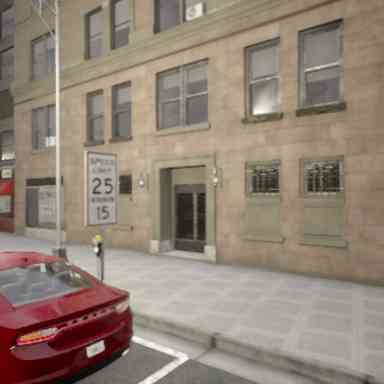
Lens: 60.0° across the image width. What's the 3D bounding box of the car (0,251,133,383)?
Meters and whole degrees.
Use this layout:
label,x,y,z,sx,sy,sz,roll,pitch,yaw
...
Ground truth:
label,x,y,z,sx,sy,sz,roll,pitch,yaw
car,-2.854,1.564,4.887,4.507,1.381,1.887,0,-1,35
